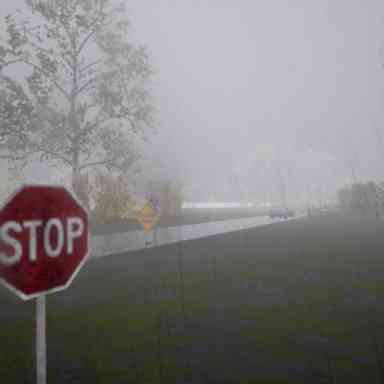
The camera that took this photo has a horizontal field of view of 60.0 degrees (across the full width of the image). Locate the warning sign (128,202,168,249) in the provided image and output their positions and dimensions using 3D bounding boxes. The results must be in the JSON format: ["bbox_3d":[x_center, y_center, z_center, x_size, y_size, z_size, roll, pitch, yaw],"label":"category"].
[{"bbox_3d":[-1.879,1.372,14.209,1.300,1.860,1.060,-1,-1,32],"label":"warning sign"}]

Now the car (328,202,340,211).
[{"bbox_3d":[28.366,2.777,66.024,2.097,1.767,4.553,-2,-2,32],"label":"car"}]

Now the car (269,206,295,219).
[{"bbox_3d":[10.646,2.386,39.151,2.033,1.411,5.357,-2,-2,32],"label":"car"}]

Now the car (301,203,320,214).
[{"bbox_3d":[18.445,2.471,51.789,2.097,1.767,4.553,-2,-2,32],"label":"car"}]
